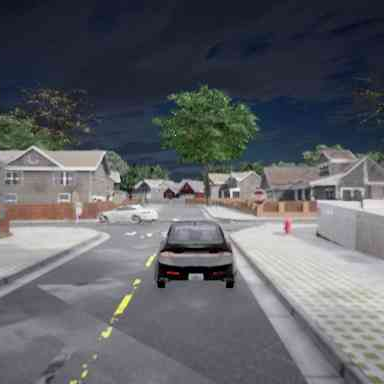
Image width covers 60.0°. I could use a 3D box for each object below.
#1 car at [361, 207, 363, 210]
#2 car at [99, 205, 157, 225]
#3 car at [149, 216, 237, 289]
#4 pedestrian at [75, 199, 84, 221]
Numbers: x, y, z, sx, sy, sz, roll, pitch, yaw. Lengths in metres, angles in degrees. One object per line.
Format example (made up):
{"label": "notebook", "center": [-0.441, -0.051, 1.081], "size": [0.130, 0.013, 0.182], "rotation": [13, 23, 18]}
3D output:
{"label": "car", "center": [14.183, 1.518, 25.226], "size": [5.357, 1.411, 2.033], "rotation": [-1, -2, 1]}
{"label": "car", "center": [-4.869, 1.720, 25.244], "size": [4.674, 1.442, 1.812], "rotation": [-2, -3, 23]}
{"label": "car", "center": [0.085, 1.529, 9.220], "size": [2.128, 1.511, 4.902], "rotation": [0, 0, 0]}
{"label": "pedestrian", "center": [-9.693, 1.536, 28.439], "size": [0.375, 1.860, 0.375], "rotation": [0, -1, 1]}
